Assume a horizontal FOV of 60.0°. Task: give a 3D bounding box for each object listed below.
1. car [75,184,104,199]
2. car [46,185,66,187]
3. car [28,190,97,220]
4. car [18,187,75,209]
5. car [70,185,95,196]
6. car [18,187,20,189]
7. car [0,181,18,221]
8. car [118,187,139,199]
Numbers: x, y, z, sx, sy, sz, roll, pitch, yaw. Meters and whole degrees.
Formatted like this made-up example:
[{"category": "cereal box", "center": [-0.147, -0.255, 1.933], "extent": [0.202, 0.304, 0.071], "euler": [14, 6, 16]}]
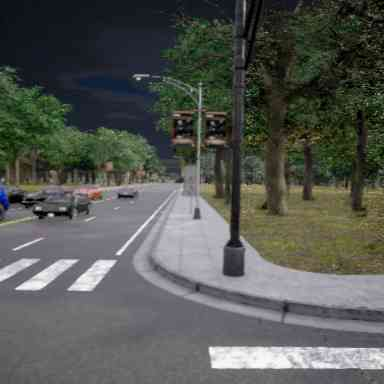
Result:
[{"category": "car", "center": [-10.843, -0.079, 35.013], "extent": [2.097, 1.767, 4.553], "euler": [1, 2, -1]}, {"category": "car", "center": [-14.083, 0.032, 34.090], "extent": [1.837, 1.490, 4.892], "euler": [1, 2, -1]}, {"category": "car", "center": [-7.126, 0.791, 18.945], "extent": [1.895, 1.301, 4.718], "euler": [1, 2, -1]}, {"category": "car", "center": [-10.686, 0.516, 24.780], "extent": [1.895, 1.301, 4.718], "euler": [1, 2, -1]}, {"category": "car", "center": [-14.269, -0.229, 43.560], "extent": [1.994, 1.385, 4.181], "euler": [1, 2, -1]}, {"category": "car", "center": [-13.932, 0.337, 24.669], "extent": [2.128, 1.511, 4.902], "euler": [1, 2, -1]}, {"category": "car", "center": [-10.480, 0.471, 14.966], "extent": [2.150, 2.045, 5.566], "euler": [1, 2, -1]}, {"category": "car", "center": [-7.551, 0.052, 39.661], "extent": [1.994, 1.385, 4.181], "euler": [1, 2, -1]}]
